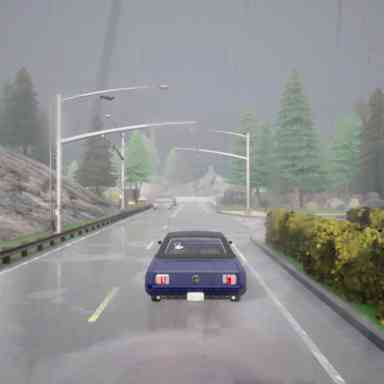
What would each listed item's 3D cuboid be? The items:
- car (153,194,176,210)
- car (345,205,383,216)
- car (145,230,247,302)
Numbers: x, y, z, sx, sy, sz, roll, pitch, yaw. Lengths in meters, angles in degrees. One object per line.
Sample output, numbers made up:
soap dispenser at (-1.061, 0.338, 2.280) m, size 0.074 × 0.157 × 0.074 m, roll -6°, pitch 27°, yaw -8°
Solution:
car at (-3.614, 1.220, 42.654) m, size 2.150 × 2.045 × 5.566 m, roll 0°, pitch 0°, yaw 0°
car at (15.479, 1.762, 27.805) m, size 4.718 × 1.301 × 1.895 m, roll 0°, pitch 0°, yaw 0°
car at (0.077, 1.601, 8.227) m, size 1.895 × 1.301 × 4.718 m, roll 0°, pitch 0°, yaw 0°
